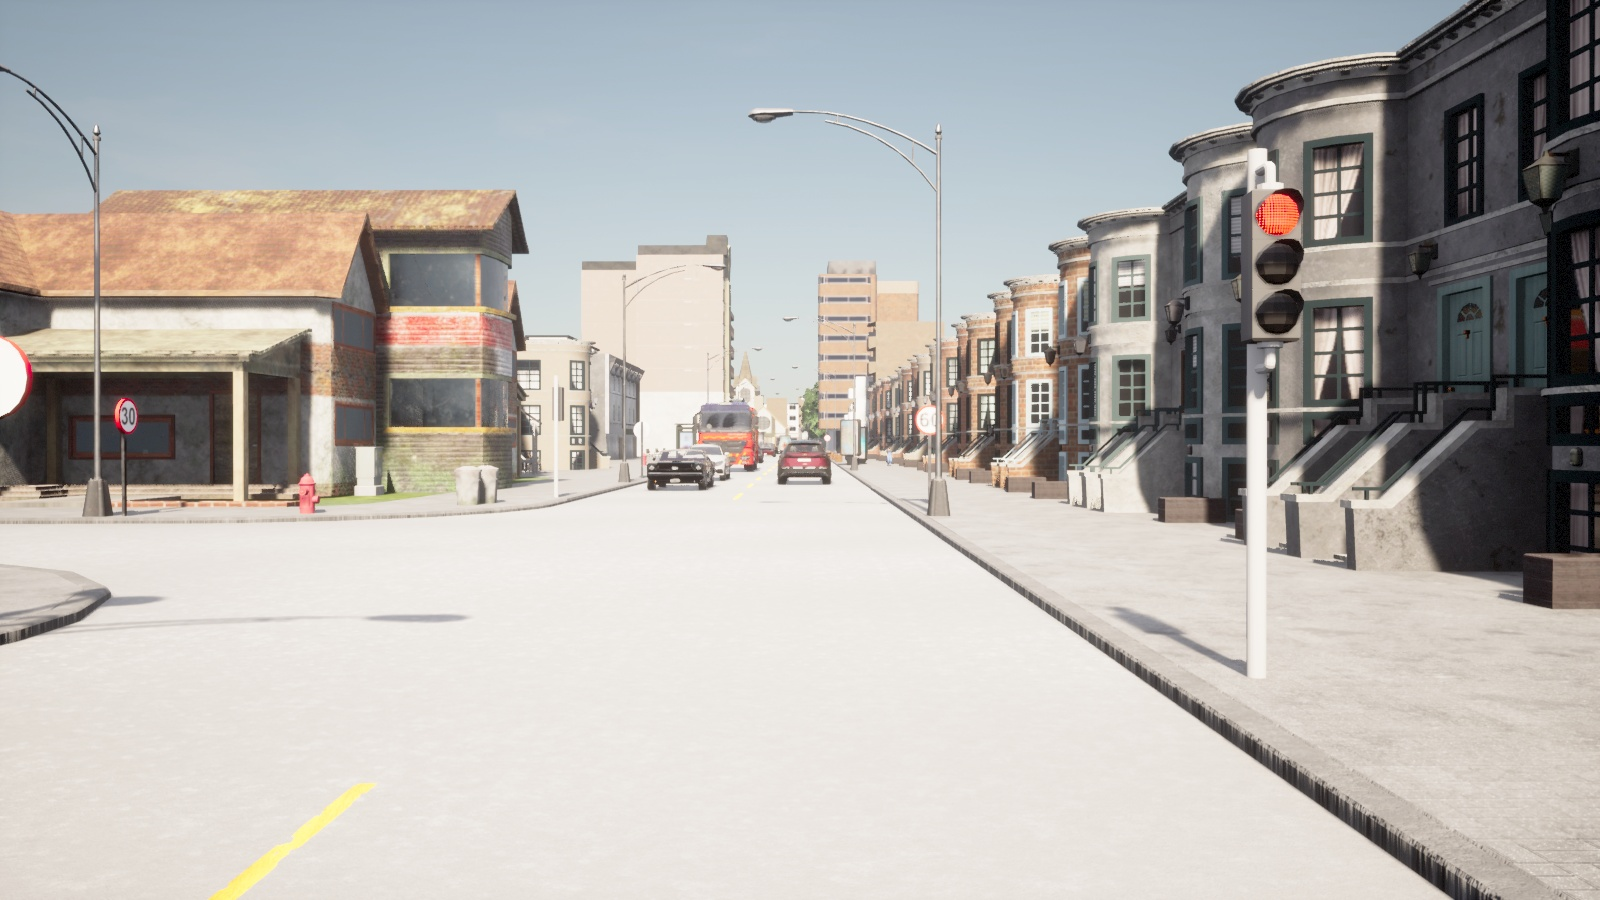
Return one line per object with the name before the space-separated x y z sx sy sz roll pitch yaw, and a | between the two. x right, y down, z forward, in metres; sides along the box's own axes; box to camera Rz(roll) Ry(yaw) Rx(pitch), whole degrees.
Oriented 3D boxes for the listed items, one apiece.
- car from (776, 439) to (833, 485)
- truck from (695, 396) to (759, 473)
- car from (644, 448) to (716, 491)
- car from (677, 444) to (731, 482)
car | 0.166 0.411 47.022 2.033 1.649 4.856 0 0 0
truck | -3.761 -0.798 66.758 2.891 3.827 8.468 0 0 0
car | -3.852 0.612 41.032 1.895 1.301 4.718 0 0 0
car | -3.820 0.482 50.824 1.812 1.442 4.674 0 0 0
